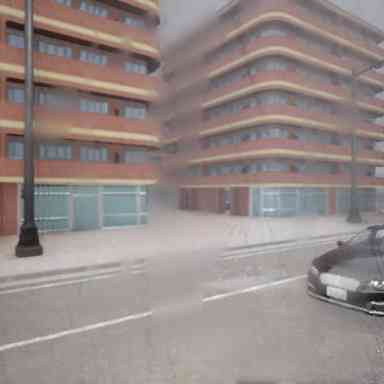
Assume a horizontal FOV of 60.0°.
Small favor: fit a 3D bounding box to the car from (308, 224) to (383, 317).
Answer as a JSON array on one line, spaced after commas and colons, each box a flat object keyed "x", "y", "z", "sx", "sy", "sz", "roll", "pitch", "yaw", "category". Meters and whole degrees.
[{"x": 4.505, "y": 1.480, "z": 7.190, "sx": 4.902, "sy": 1.511, "sz": 2.128, "roll": 0, "pitch": 0, "yaw": -35, "category": "car"}]
